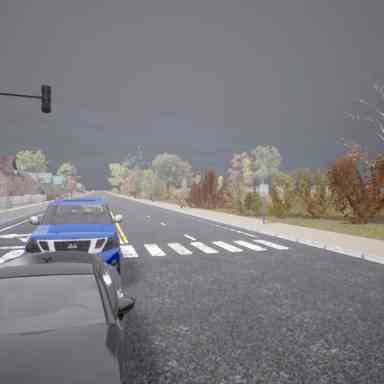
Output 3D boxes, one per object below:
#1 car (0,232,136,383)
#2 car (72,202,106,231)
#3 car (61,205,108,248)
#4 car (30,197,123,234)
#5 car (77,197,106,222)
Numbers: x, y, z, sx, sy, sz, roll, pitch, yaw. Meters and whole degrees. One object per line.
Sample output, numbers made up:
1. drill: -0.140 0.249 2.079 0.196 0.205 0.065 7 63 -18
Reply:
1. car: -1.693 1.524 3.855 1.812 1.442 4.674 0 0 -13
2. car: -6.650 1.467 21.737 1.882 1.535 5.008 0 0 -16
3. car: -5.052 1.498 15.999 1.837 1.490 4.892 0 0 -16
4. car: -3.363 1.218 9.936 2.150 2.045 5.566 0 0 -16
5. car: -8.239 1.336 27.462 2.097 1.767 4.553 0 0 -16
